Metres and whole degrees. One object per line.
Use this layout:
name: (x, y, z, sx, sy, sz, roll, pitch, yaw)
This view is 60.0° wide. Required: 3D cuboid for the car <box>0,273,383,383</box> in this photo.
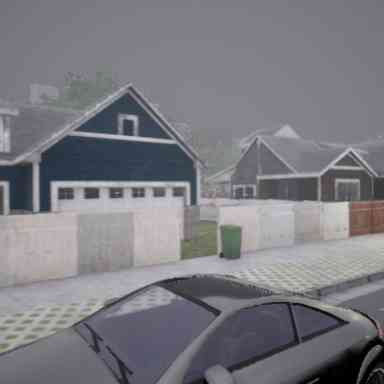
car: (0.003, 1.555, 3.008, 4.181, 1.385, 1.994, 0, 0, -35)
